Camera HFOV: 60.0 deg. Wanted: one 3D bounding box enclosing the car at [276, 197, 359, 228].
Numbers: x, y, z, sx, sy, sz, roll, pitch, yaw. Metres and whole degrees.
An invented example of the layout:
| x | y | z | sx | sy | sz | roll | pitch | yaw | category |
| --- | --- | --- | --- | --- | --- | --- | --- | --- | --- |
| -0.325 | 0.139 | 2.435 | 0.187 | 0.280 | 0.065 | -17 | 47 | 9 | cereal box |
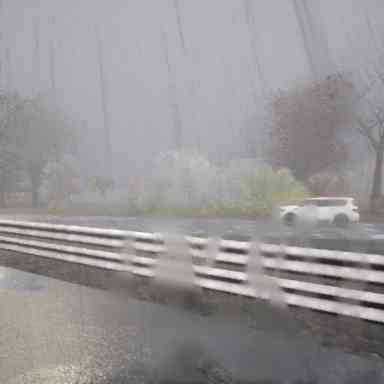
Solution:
| x | y | z | sx | sy | sz | roll | pitch | yaw | category |
| --- | --- | --- | --- | --- | --- | --- | --- | --- | --- |
| 8.900 | 1.385 | 23.956 | 5.566 | 2.045 | 2.150 | 0 | 0 | 16 | car |
